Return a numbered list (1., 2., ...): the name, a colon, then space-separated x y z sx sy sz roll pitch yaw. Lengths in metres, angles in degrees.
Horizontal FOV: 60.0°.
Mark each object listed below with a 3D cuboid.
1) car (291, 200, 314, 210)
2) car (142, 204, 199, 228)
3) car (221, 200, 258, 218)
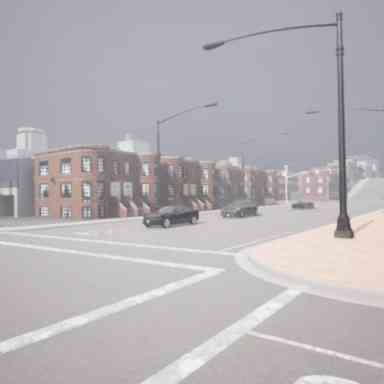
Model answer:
1. car: 15.645 1.811 47.011 1.895 1.301 4.718 -1 -1 37
2. car: -1.454 1.703 24.275 1.882 1.535 5.008 -1 -1 37
3. car: 4.675 1.574 32.455 2.097 1.767 4.553 -1 -1 37
